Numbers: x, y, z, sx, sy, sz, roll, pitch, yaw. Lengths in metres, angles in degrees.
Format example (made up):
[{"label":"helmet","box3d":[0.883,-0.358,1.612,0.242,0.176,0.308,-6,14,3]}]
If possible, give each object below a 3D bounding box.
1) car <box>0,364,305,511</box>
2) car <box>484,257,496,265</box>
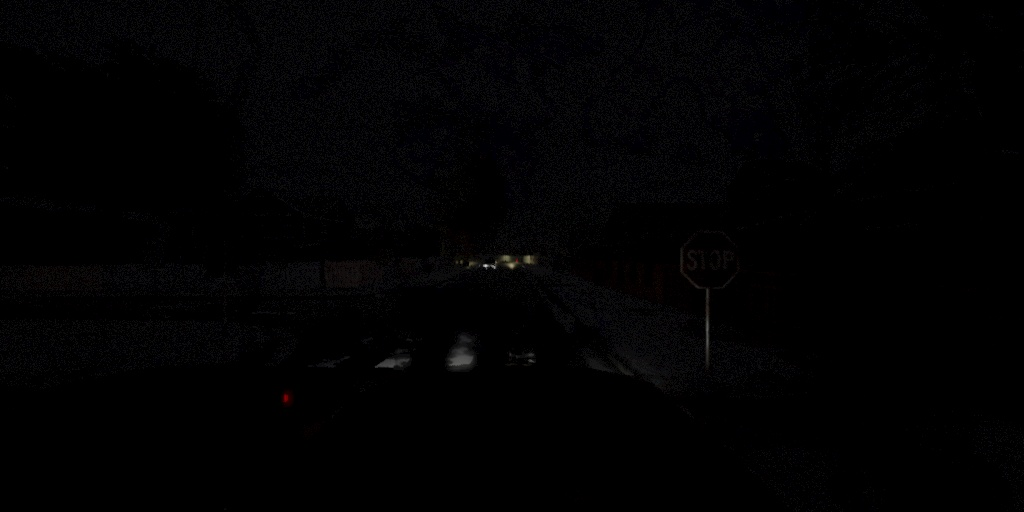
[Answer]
[{"label":"car","box3d":[-2.750,1.308,0.804,2.033,1.411,5.357,0,0,0]},{"label":"car","box3d":[-4.004,0.858,65.009,1.895,1.301,4.718,0,0,-7]}]
